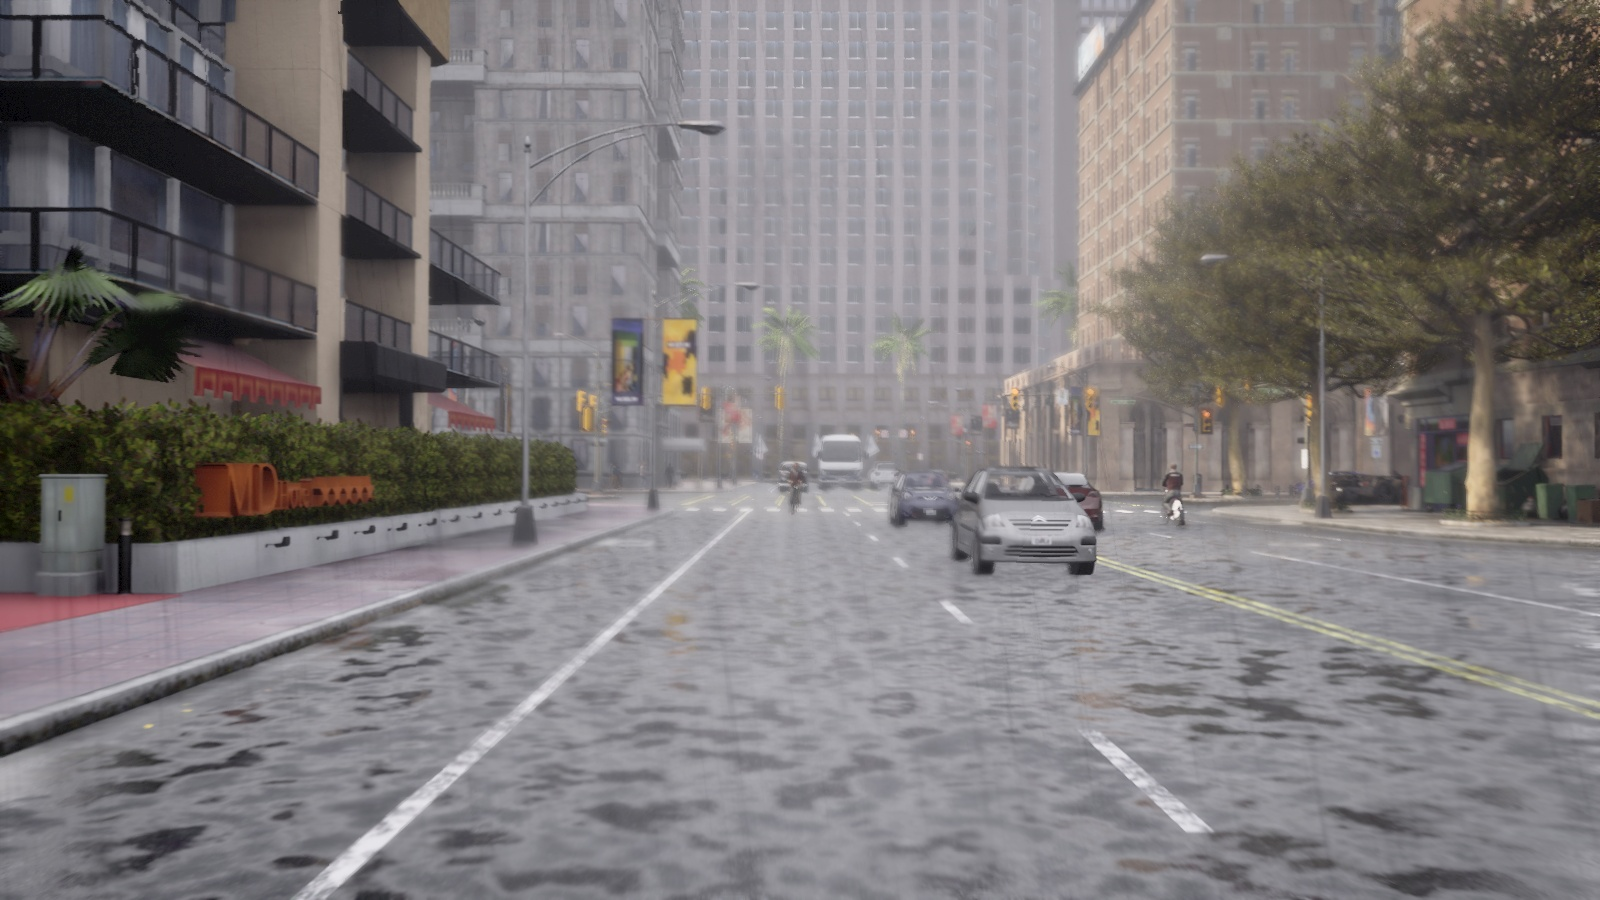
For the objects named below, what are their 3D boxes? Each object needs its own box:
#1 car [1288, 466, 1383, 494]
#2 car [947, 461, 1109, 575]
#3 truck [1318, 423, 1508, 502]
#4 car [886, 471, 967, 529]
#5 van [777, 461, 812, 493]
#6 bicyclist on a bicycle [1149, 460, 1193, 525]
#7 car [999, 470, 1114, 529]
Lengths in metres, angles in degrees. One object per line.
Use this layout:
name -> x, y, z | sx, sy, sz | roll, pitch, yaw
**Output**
car -> 30.257, 1.707, 71.028 | 4.514, 1.525, 2.007 | 0, -1, 1
car -> 3.469, 0.995, 19.831 | 1.851, 1.617, 3.988 | 0, -1, 0
truck -> 28.080, 0.581, 57.517 | 7.936, 3.462, 2.891 | 0, -1, -17
car -> 3.417, 1.331, 34.424 | 1.845, 1.501, 3.633 | 0, -1, 0
van -> -0.319, 1.787, 82.841 | 2.069, 2.038, 4.480 | 0, -1, 3
bicyclist on a bicycle -> 10.414, 1.172, 35.289 | 0.659, 1.776, 1.843 | 0, -1, 0
car -> 6.917, 1.302, 34.404 | 2.163, 1.488, 4.792 | 0, -1, 0
